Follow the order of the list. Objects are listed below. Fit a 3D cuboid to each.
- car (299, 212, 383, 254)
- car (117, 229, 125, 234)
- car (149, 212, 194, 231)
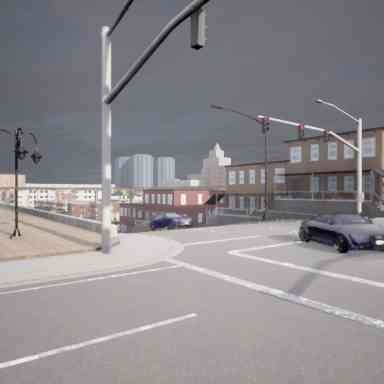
[{"bbox_3d":[6.049,1.526,13.276,1.994,1.385,4.181,0,0,-11],"label":"car"},{"bbox_3d":[-8.831,4.617,36.136,1.994,1.385,4.181,0,-12,-36],"label":"car"},{"bbox_3d":[-1.778,2.327,26.551,1.812,1.442,4.674,0,-8,-36],"label":"car"}]
